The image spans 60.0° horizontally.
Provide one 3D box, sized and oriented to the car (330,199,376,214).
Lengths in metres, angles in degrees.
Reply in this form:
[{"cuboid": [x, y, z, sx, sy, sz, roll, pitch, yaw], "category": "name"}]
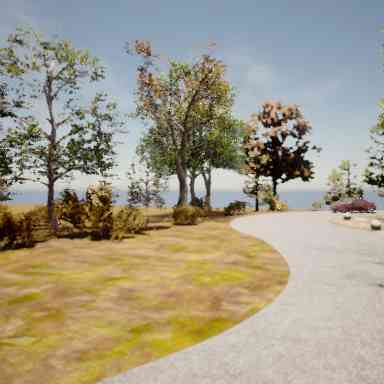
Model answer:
[{"cuboid": [16.788, 1.467, 34.696, 4.674, 1.442, 1.812, 0, 0, -9], "category": "car"}]
